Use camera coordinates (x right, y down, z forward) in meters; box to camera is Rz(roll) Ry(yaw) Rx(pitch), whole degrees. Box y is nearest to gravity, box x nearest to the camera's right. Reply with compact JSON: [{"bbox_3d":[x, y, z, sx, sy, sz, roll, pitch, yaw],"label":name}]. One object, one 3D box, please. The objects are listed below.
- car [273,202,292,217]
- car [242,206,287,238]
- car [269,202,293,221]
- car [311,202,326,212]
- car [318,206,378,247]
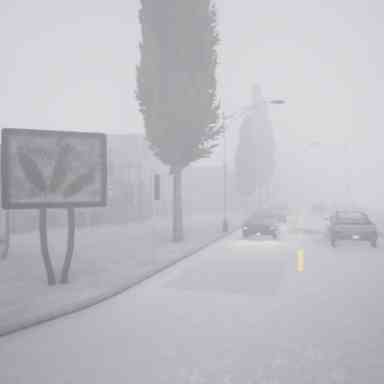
[{"bbox_3d":[10.620,1.959,38.683,1.837,1.490,4.892,-1,-1,19],"label":"car"},{"bbox_3d":[4.249,1.798,19.597,2.033,1.411,5.357,-1,-1,18],"label":"car"},{"bbox_3d":[7.334,1.841,28.874,2.128,1.511,4.902,-1,-1,18],"label":"car"},{"bbox_3d":[17.415,2.067,45.918,1.895,1.301,4.718,-1,-1,18],"label":"car"},{"bbox_3d":[7.424,1.636,15.826,2.128,1.511,4.902,-1,-1,18],"label":"car"}]
